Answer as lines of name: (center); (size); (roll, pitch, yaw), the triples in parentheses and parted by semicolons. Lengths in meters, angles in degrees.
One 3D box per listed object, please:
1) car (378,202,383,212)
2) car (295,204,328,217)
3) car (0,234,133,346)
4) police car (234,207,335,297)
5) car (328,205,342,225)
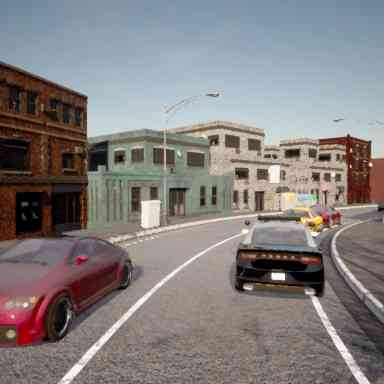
car: (24.047, 1.683, 40.147); (4.181, 1.385, 1.994); (0, 1, -44)
car: (5.796, 1.471, 17.656); (1.801, 1.575, 5.366); (1, 0, 28)
car: (-2.704, 1.552, 6.455); (1.994, 1.385, 4.181); (0, 0, 11)
police car: (2.323, 1.428, 8.912); (1.930, 1.638, 5.238); (0, 0, 15)
car: (8.689, 1.557, 22.248); (1.812, 1.442, 4.674); (1, 0, 36)
